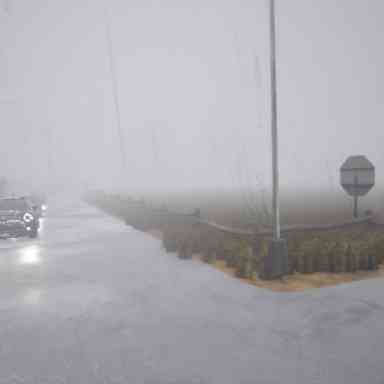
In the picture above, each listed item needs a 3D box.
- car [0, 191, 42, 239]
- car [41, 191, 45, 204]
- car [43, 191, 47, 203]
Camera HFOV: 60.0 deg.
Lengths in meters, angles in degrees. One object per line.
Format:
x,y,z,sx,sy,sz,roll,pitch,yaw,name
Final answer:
-7.967,1.018,14.657,2.097,1.767,4.553,-3,2,-23,car
-11.957,0.980,24.151,1.837,1.490,4.892,-3,3,-23,car
-18.200,0.608,39.143,2.128,1.511,4.902,-3,2,-22,car
